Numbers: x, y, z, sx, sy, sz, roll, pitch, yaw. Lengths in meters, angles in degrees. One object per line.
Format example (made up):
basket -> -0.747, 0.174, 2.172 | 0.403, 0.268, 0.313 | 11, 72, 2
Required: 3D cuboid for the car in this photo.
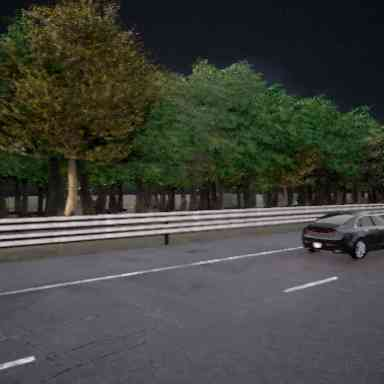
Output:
car -> 6.114, 1.507, 12.414 | 4.892, 1.490, 1.837 | 0, 0, -36
